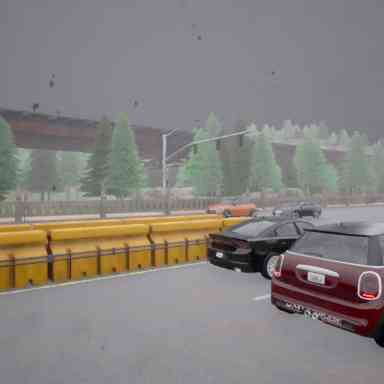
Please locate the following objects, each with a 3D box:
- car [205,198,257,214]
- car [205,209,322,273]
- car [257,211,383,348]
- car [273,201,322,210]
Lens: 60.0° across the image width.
[{"bbox_3d":[3.290,1.351,27.829,4.553,1.767,2.097,0,0,-35],"label":"car"},{"bbox_3d":[2.738,1.478,10.027,5.008,1.535,1.882,0,0,-35],"label":"car"},{"bbox_3d":[3.660,1.352,6.395,4.553,1.767,2.097,0,0,-35],"label":"car"},{"bbox_3d":[8.684,1.491,27.377,4.902,1.511,2.128,0,0,-35],"label":"car"}]
